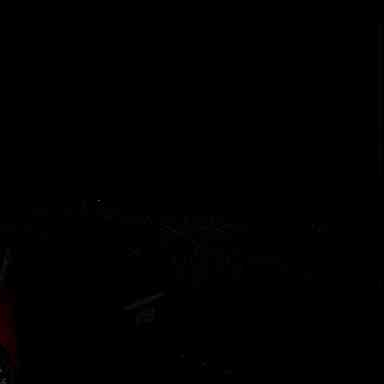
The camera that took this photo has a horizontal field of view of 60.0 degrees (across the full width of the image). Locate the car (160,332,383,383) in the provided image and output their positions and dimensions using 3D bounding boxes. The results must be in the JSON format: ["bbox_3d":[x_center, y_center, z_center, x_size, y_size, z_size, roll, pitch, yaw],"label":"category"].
[{"bbox_3d":[2.058,1.583,1.495,4.206,1.307,1.802,0,0,35],"label":"car"}]

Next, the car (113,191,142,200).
[{"bbox_3d":[-10.890,0.551,56.229,1.837,1.490,4.892,0,1,36],"label":"car"}]

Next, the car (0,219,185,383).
[{"bbox_3d":[-2.409,1.312,4.681,5.009,1.841,2.192,0,0,35],"label":"car"}]

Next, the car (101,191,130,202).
[{"bbox_3d":[-11.593,0.730,50.011,1.994,1.385,4.181,0,1,36],"label":"car"}]
